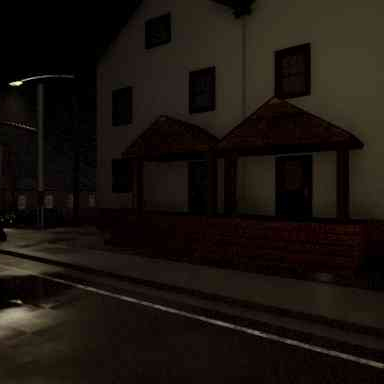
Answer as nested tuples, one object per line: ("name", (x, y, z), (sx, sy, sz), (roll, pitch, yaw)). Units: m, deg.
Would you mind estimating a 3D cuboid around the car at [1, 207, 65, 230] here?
("car", (-14.227, 2.400, 30.139), (2.150, 2.045, 5.566), (0, -9, 36))
